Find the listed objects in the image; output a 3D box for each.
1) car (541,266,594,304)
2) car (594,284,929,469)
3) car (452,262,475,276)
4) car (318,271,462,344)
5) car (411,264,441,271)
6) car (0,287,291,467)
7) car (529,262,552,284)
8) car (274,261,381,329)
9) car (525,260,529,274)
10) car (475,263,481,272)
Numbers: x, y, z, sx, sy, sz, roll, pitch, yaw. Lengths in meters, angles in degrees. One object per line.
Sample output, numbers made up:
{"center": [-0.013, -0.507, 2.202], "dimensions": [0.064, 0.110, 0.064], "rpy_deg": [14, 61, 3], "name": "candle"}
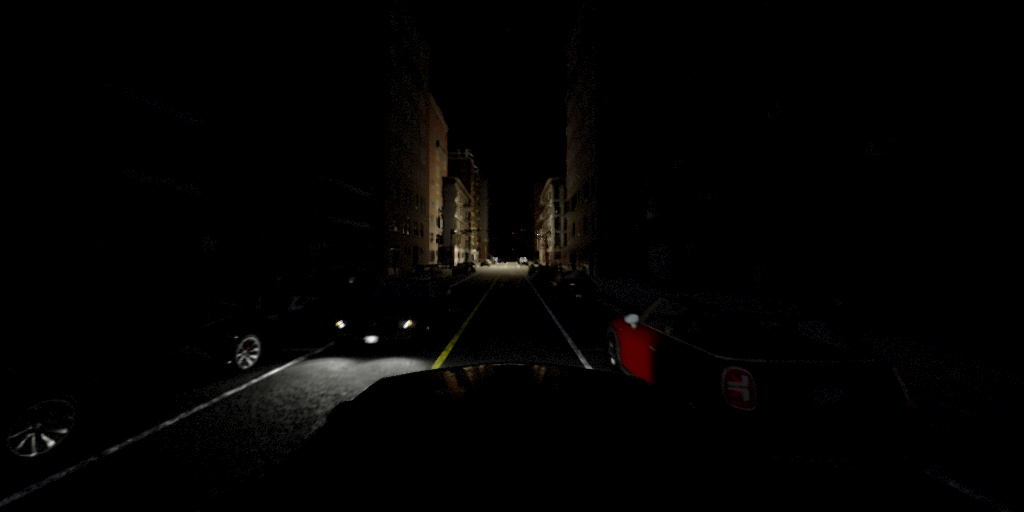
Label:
{"center": [2.632, 1.332, 16.292], "dimensions": [2.007, 1.370, 4.403], "rpy_deg": [0, 0, 0], "name": "car"}
{"center": [2.636, 1.197, 4.930], "dimensions": [1.967, 1.591, 4.097], "rpy_deg": [0, 0, 0], "name": "car"}
{"center": [-5.401, 1.411, 39.013], "dimensions": [1.802, 1.307, 4.207], "rpy_deg": [0, 0, 0], "name": "car"}
{"center": [-2.851, 1.315, 9.934], "dimensions": [2.033, 1.411, 5.357], "rpy_deg": [0, 0, 0], "name": "car"}
{"center": [-5.395, 1.233, 21.968], "dimensions": [1.967, 1.591, 4.097], "rpy_deg": [0, 0, 0], "name": "car"}
{"center": [-5.389, 1.322, 4.922], "dimensions": [1.948, 1.339, 4.313], "rpy_deg": [0, 0, 0], "name": "car"}
{"center": [2.628, 1.372, 27.655], "dimensions": [1.948, 1.339, 4.313], "rpy_deg": [0, 0, 0], "name": "car"}
{"center": [-5.391, 1.084, 10.604], "dimensions": [2.192, 1.841, 5.009], "rpy_deg": [0, 0, 0], "name": "car"}
{"center": [2.624, 1.355, 39.187], "dimensions": [1.751, 1.417, 4.829], "rpy_deg": [0, 0, 0], "name": "car"}
{"center": [-5.404, 1.391, 44.695], "dimensions": [2.007, 1.370, 4.403], "rpy_deg": [0, 0, 0], "name": "car"}
